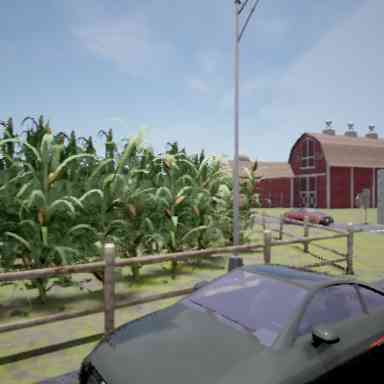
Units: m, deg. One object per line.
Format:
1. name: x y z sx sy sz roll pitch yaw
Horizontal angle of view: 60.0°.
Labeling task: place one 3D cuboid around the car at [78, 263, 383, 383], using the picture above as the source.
1. car: 0.944 1.587 3.736 4.181 1.385 1.994 1 0 -35

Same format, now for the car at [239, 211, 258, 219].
1. car: 4.878 2.191 35.089 1.895 1.301 4.718 1 -2 -27

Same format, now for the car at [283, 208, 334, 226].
1. car: 9.348 1.994 27.073 1.994 1.385 4.181 1 -2 -29
